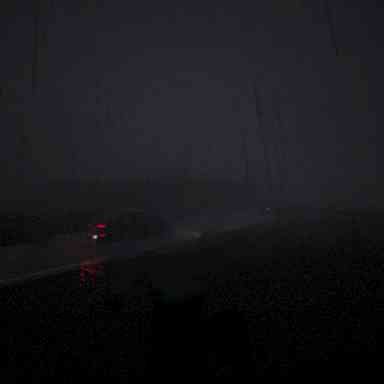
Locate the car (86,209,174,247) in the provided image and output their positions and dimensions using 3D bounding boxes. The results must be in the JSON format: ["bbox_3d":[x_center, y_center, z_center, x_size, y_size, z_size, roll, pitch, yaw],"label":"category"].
[{"bbox_3d":[-2.705,1.582,15.713,1.837,1.490,4.892,-1,0,32],"label":"car"}]

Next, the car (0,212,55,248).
[{"bbox_3d":[-7.837,1.588,13.108,2.128,1.511,4.902,0,0,30],"label":"car"}]

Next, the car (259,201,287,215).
[{"bbox_3d":[8.526,1.655,34.796,1.994,1.385,4.181,0,0,30],"label":"car"}]
